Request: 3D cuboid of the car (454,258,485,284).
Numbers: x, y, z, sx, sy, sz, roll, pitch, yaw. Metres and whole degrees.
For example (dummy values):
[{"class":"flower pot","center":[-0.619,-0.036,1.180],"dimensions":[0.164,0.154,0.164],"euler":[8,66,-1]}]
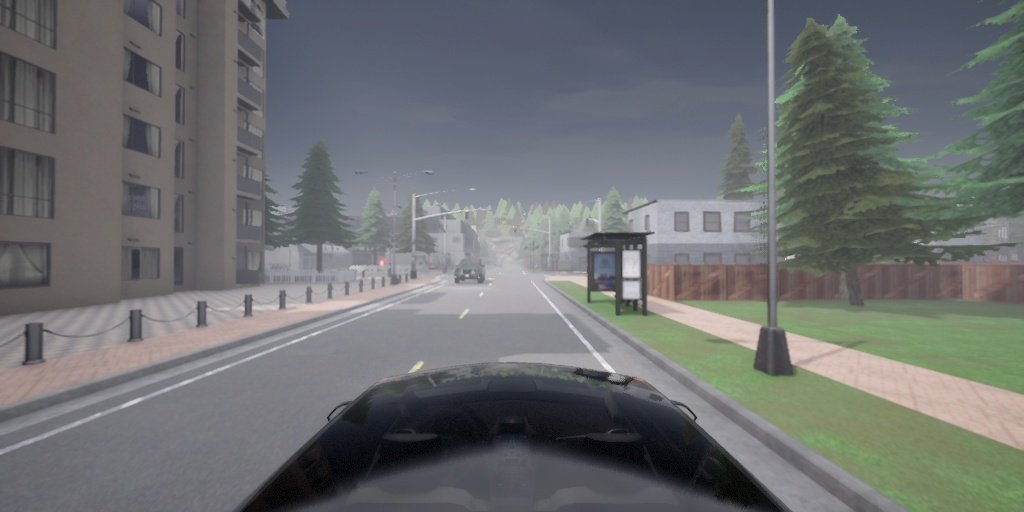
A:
[{"class":"car","center":[-3.483,1.225,30.544],"dimensions":[2.150,2.045,5.566],"euler":[0,-1,0]}]
